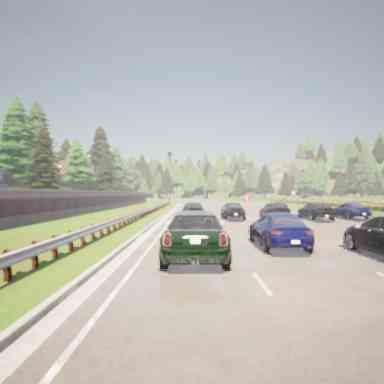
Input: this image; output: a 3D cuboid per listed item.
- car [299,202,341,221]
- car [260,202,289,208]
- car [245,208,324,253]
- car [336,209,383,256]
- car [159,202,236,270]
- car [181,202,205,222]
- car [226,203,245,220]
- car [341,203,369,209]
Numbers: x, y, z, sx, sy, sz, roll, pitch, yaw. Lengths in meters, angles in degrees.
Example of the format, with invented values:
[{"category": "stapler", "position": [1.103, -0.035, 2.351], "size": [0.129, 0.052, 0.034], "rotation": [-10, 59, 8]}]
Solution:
[{"category": "car", "position": [10.594, 1.639, 28.522], "size": [1.837, 1.490, 4.892], "rotation": [0, 0, 0]}, {"category": "car", "position": [7.094, 1.639, 28.516], "size": [1.837, 1.490, 4.892], "rotation": [0, 0, 0]}, {"category": "car", "position": [3.597, 1.591, 13.859], "size": [1.812, 1.442, 4.674], "rotation": [0, 0, 0]}, {"category": "car", "position": [7.096, 1.560, 11.607], "size": [1.837, 1.490, 4.892], "rotation": [0, 0, 0]}, {"category": "car", "position": [0.095, 1.406, 11.372], "size": [2.097, 1.767, 4.553], "rotation": [0, 0, 0]}, {"category": "car", "position": [0.094, 1.639, 28.520], "size": [1.837, 1.490, 4.892], "rotation": [0, 0, 0]}, {"category": "car", "position": [3.594, 1.665, 29.460], "size": [1.812, 1.442, 4.674], "rotation": [0, 0, 0]}, {"category": "car", "position": [14.081, 1.665, 29.477], "size": [1.812, 1.442, 4.674], "rotation": [0, 0, 0]}]
